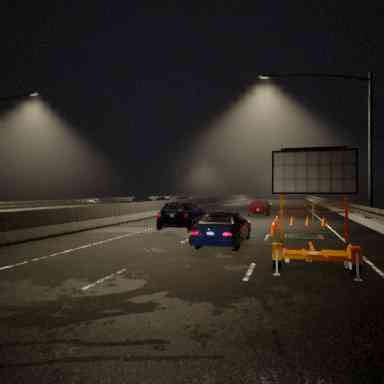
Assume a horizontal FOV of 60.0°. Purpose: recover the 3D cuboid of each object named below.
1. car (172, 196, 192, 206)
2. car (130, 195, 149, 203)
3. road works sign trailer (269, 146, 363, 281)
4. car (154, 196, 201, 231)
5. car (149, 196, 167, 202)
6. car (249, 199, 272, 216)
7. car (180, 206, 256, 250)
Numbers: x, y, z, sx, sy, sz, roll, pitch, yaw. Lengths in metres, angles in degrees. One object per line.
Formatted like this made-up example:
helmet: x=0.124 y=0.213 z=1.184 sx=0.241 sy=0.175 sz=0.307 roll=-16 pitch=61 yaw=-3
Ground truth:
car: x=-1.606 y=1.481 z=54.705 sx=1.837 sy=1.490 sz=4.892 roll=0 pitch=0 yaw=16
car: x=-8.610 y=1.330 z=55.683 sx=2.097 sy=1.767 sz=4.553 roll=0 pitch=0 yaw=16
road works sign trailer: x=3.637 y=0.462 z=10.017 sx=2.380 sy=3.560 sz=2.880 roll=0 pitch=0 yaw=16
car: x=-0.497 y=1.347 z=20.448 sx=2.097 sy=1.767 sz=4.553 roll=0 pitch=0 yaw=16
car: x=-4.889 y=1.468 z=55.936 sx=2.128 sy=1.511 sz=4.902 roll=0 pitch=0 yaw=16
car: x=6.648 y=1.466 z=32.391 sx=1.882 sy=1.535 sz=5.008 roll=0 pitch=0 yaw=16
car: x=1.373 y=1.544 z=14.378 sx=2.033 sy=1.411 sz=5.357 roll=0 pitch=0 yaw=16
